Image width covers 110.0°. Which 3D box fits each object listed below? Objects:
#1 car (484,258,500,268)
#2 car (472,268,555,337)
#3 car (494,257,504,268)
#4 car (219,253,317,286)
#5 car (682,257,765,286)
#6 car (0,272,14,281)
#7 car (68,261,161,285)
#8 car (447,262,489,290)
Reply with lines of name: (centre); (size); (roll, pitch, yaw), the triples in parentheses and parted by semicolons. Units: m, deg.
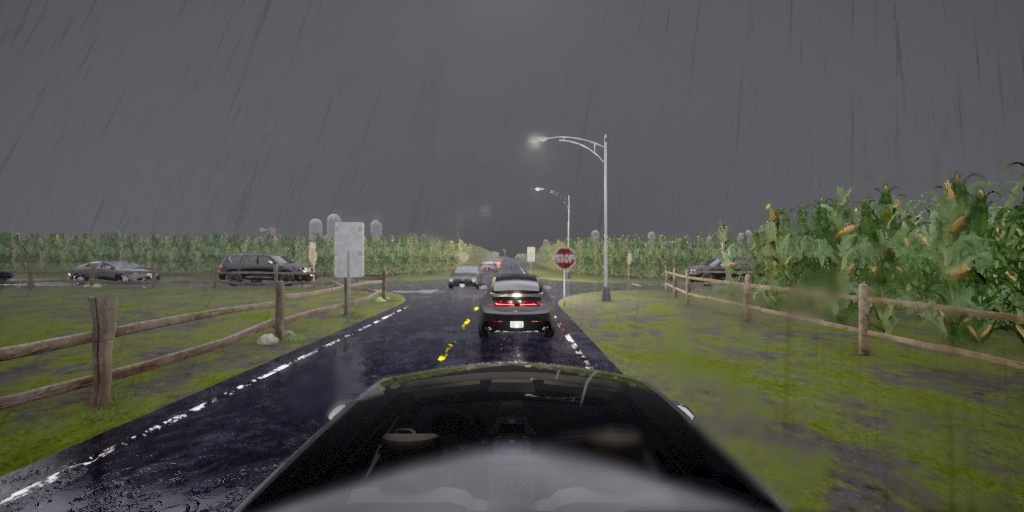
car: (-2.777, 1.303, 42.678); (1.994, 1.385, 4.181); (0, 0, 0)
car: (0.111, 1.256, 10.283); (1.837, 1.490, 4.892); (0, 0, 0)
car: (-2.746, 1.082, 54.759); (2.097, 1.767, 4.553); (0, 0, 0)
car: (-15.823, 0.870, 23.357); (5.566, 2.045, 2.150); (0, -1, 0)
car: (15.389, 1.094, 25.925); (5.566, 2.045, 2.150); (0, -1, 1)
car: (-36.151, 1.143, 23.575); (4.718, 1.301, 1.895); (0, -1, 1)
car: (-25.873, 1.086, 23.452); (4.902, 1.511, 2.128); (0, -1, 1)
car: (-2.815, 1.295, 22.971); (2.033, 1.411, 5.357); (0, 0, 0)
